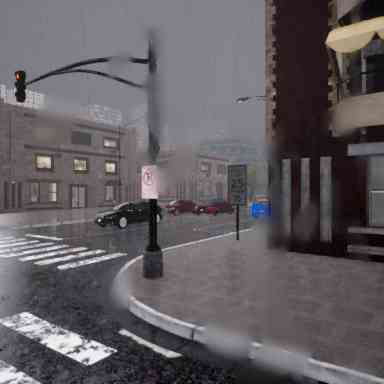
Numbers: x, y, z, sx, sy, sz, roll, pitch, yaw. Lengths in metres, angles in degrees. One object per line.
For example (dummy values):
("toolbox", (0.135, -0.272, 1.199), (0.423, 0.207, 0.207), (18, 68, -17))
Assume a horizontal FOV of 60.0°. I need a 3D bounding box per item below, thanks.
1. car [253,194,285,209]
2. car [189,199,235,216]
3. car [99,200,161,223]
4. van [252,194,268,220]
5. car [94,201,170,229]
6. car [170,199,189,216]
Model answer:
("car", (8.933, 1.045, 38.365), (1.882, 1.535, 5.008), (0, 0, 35))
("car", (1.964, 1.267, 28.595), (1.994, 1.385, 4.181), (0, 1, 36))
("car", (-4.371, 1.359, 24.168), (1.947, 1.339, 4.313), (1, 1, 35))
("van", (5.770, 1.047, 23.955), (1.690, 1.788, 3.998), (1, 1, 35))
("car", (-3.776, 1.321, 20.554), (1.837, 1.490, 4.892), (0, 1, 35))
("car", (-1.066, 1.310, 28.807), (1.802, 1.307, 4.206), (1, 1, 35))
